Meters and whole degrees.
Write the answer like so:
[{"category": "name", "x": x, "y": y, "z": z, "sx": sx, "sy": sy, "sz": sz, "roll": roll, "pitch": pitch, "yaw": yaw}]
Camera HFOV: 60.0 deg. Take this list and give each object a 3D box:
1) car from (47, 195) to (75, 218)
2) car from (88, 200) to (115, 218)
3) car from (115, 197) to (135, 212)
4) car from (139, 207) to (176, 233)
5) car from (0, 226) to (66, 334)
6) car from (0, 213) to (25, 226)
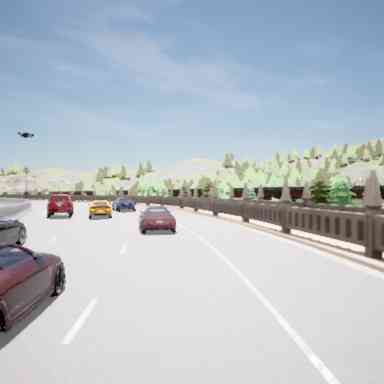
[{"category": "car", "x": -12.426, "y": 1.268, "z": 31.545, "sx": 2.150, "sy": 2.045, "sz": 5.566, "roll": 0, "pitch": 0, "yaw": -19}, {"category": "car", "x": -8.474, "y": 1.509, "z": 30.596, "sx": 1.882, "sy": 1.535, "sz": 5.008, "roll": 0, "pitch": 0, "yaw": -17}, {"category": "car", "x": -8.365, "y": 1.382, "z": 40.358, "sx": 2.097, "sy": 1.767, "sz": 4.553, "roll": 0, "pitch": 0, "yaw": -22}, {"category": "car", "x": -2.131, "y": 1.571, "z": 19.863, "sx": 1.994, "sy": 1.385, "sz": 4.181, "roll": 0, "pitch": 0, "yaw": -11}, {"category": "car", "x": -3.788, "y": 1.578, "z": 5.920, "sx": 1.994, "sy": 1.385, "sz": 4.181, "roll": 0, "pitch": 0, "yaw": -3}, {"category": "car", "x": -7.998, "y": 1.522, "z": 12.729, "sx": 2.128, "sy": 1.511, "sz": 4.902, "roll": 0, "pitch": 0, "yaw": -8}]
